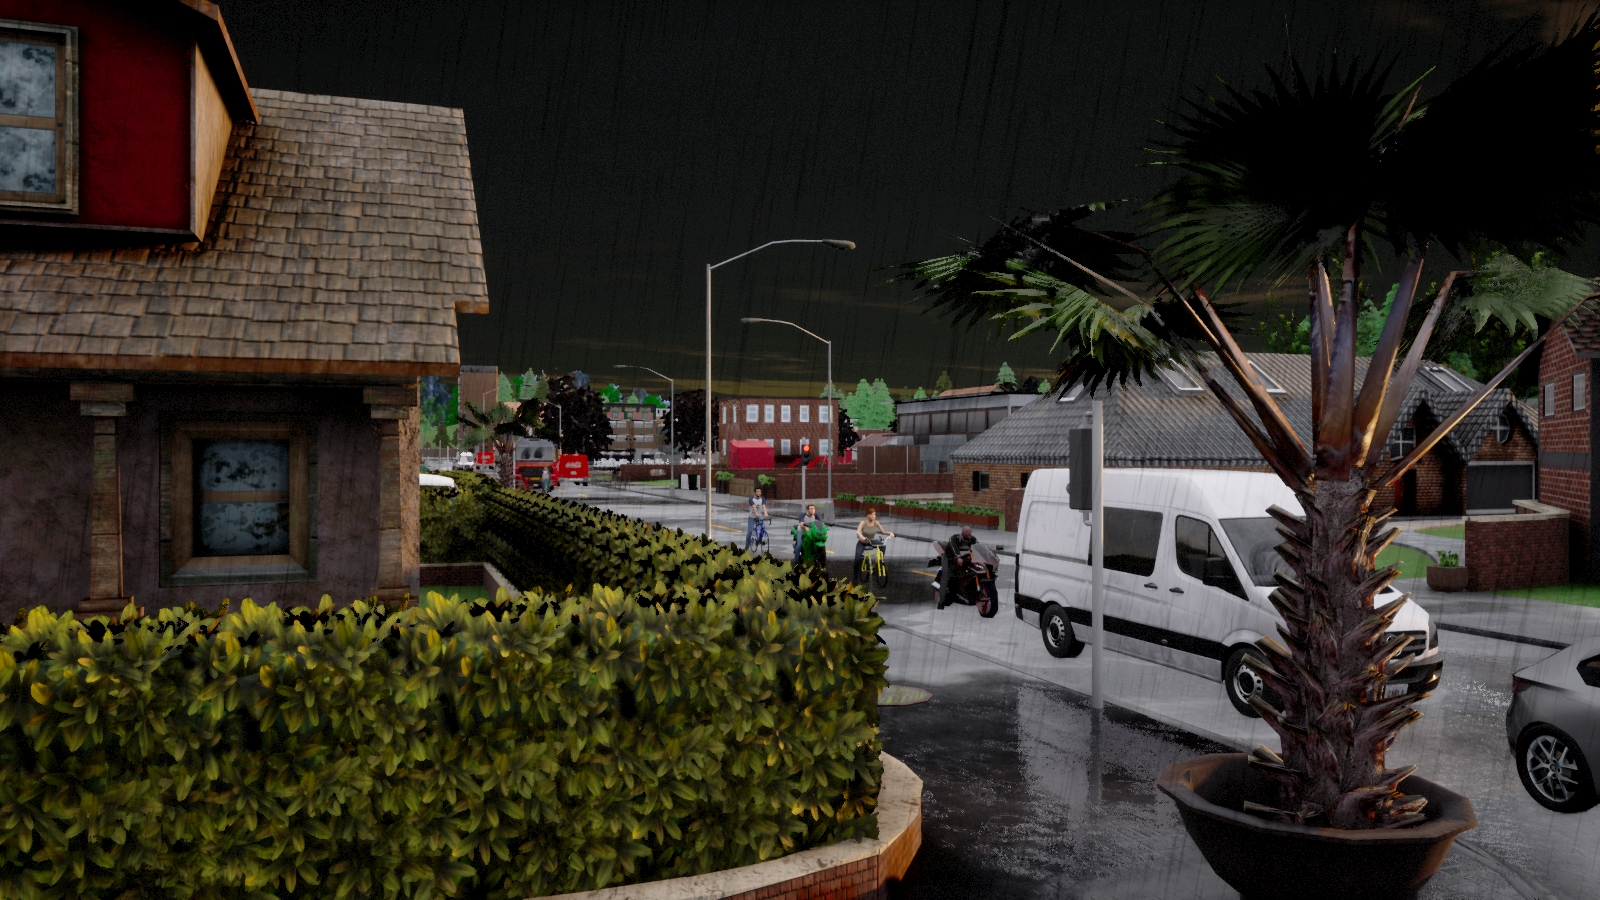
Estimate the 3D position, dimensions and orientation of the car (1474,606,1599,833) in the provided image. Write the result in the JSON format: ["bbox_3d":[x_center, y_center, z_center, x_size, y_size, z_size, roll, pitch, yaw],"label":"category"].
[{"bbox_3d":[6.934,2.069,7.650,1.816,1.474,4.193,0,0,-12],"label":"car"}]

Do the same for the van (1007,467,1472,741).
[{"bbox_3d":[4.966,1.538,14.186,1.988,2.561,5.915,0,0,-20],"label":"van"}]

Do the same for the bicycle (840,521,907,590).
[{"bbox_3d":[1.505,2.162,23.648,0.859,1.276,1.487,0,0,-19],"label":"bicycle"}]
